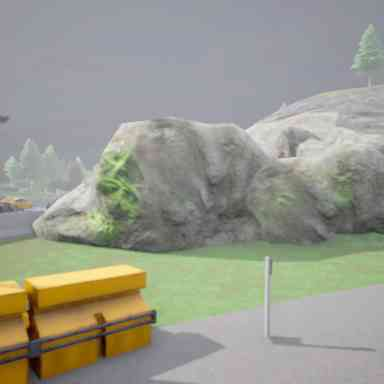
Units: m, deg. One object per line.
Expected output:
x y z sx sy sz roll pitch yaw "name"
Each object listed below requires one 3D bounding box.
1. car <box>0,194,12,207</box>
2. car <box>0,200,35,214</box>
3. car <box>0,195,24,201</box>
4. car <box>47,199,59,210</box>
-29.483 1.262 49.719 2.097 1.767 4.553 1 0 10 "car"
-12.532 1.513 22.018 2.033 1.411 5.357 1 0 9 "car"
-20.458 1.438 38.776 1.882 1.535 5.008 1 0 9 "car"
-16.405 1.591 41.930 1.994 1.385 4.181 1 0 9 "car"
